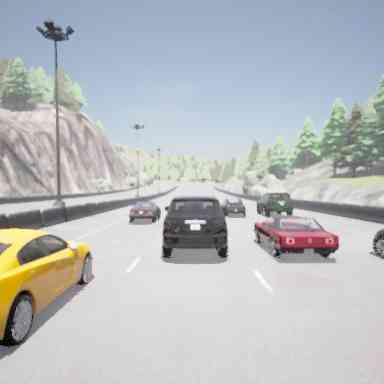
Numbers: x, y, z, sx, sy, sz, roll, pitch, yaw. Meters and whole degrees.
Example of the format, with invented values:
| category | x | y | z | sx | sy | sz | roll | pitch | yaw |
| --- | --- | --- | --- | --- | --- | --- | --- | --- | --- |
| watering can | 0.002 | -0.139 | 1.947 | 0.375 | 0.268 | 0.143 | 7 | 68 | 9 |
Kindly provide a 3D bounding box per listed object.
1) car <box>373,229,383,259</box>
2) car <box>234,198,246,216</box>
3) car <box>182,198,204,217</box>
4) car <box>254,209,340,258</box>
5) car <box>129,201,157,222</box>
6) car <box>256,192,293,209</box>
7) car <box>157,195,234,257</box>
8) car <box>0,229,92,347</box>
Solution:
| category | x | y | z | sx | sy | sz | roll | pitch | yaw |
| --- | --- | --- | --- | --- | --- | --- | --- | --- | --- |
| car | 7.100 | 1.443 | 9.406 | 1.837 | 1.490 | 4.892 | 0 | 0 | 0 |
| car | 3.601 | 1.300 | 29.625 | 2.128 | 1.511 | 4.902 | 0 | 0 | 0 |
| car | 0.101 | 1.312 | 29.750 | 1.837 | 1.490 | 4.892 | 0 | 0 | 0 |
| car | 3.601 | 1.520 | 12.435 | 1.895 | 1.301 | 4.718 | 0 | 0 | 0 |
| car | -3.399 | 1.388 | 24.653 | 2.033 | 1.411 | 5.357 | 0 | 0 | 0 |
| car | 7.101 | 1.034 | 28.925 | 2.150 | 2.045 | 5.566 | 0 | 0 | 0 |
| car | 0.101 | 1.138 | 12.736 | 2.150 | 2.045 | 5.566 | 0 | 0 | 0 |
| car | -3.400 | 1.436 | 6.270 | 1.882 | 1.535 | 5.008 | 0 | 0 | 0 |
